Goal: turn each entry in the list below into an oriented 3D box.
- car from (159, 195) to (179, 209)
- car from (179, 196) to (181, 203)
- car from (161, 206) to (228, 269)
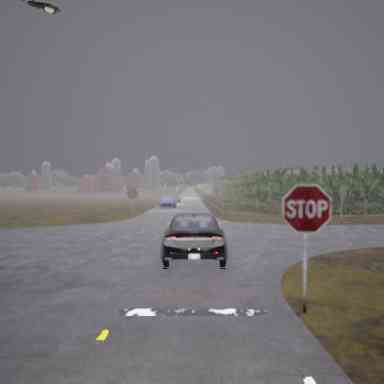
[{"bbox_3d":[-2.853,1.179,39.865,1.882,1.535,5.008,0,1,0],"label":"car"},{"bbox_3d":[-2.835,1.139,54.834,1.994,1.385,4.181,0,0,0],"label":"car"},{"bbox_3d":[0.072,1.429,10.889,2.128,1.511,4.902,0,0,0],"label":"car"}]
